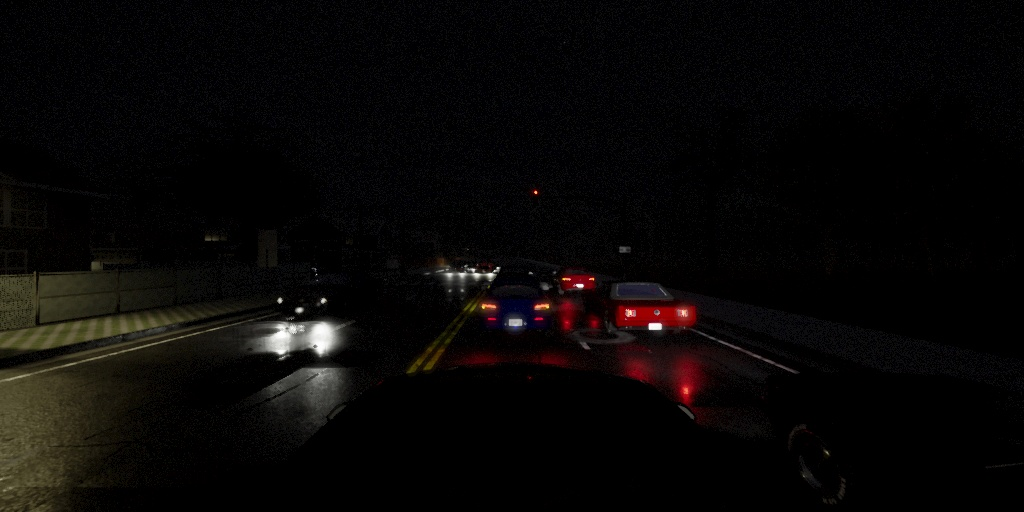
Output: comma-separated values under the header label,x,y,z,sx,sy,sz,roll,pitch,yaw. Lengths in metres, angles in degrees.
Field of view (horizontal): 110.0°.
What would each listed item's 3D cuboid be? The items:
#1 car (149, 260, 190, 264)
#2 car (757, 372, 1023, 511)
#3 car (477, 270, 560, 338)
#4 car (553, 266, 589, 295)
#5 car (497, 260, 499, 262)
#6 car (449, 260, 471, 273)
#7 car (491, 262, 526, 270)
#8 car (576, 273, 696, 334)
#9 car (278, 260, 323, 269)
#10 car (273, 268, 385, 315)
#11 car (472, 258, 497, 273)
label,x,y,z,sx,sy,sz,roll,pitch,yaw
car,-28.443,1.148,30.398,4.553,1.767,2.097,0,0,0
car,3.348,1.351,1.375,1.895,1.301,4.718,0,0,0
car,0.087,1.276,10.062,1.812,1.442,4.674,0,0,0
car,3.319,1.276,19.651,1.812,1.442,4.674,0,0,0
car,-3.315,1.299,52.504,1.994,1.385,4.181,0,0,0
car,-6.573,1.247,44.263,1.837,1.490,4.892,0,0,0
car,0.066,1.255,19.324,1.837,1.490,4.892,0,0,0
car,3.340,1.351,10.543,1.895,1.301,4.718,0,0,0
car,-18.198,1.131,30.372,4.553,1.767,2.097,0,0,0
car,-6.593,1.298,13.780,2.033,1.411,5.357,0,0,0
car,-3.324,1.095,43.728,2.097,1.767,4.553,0,0,0
